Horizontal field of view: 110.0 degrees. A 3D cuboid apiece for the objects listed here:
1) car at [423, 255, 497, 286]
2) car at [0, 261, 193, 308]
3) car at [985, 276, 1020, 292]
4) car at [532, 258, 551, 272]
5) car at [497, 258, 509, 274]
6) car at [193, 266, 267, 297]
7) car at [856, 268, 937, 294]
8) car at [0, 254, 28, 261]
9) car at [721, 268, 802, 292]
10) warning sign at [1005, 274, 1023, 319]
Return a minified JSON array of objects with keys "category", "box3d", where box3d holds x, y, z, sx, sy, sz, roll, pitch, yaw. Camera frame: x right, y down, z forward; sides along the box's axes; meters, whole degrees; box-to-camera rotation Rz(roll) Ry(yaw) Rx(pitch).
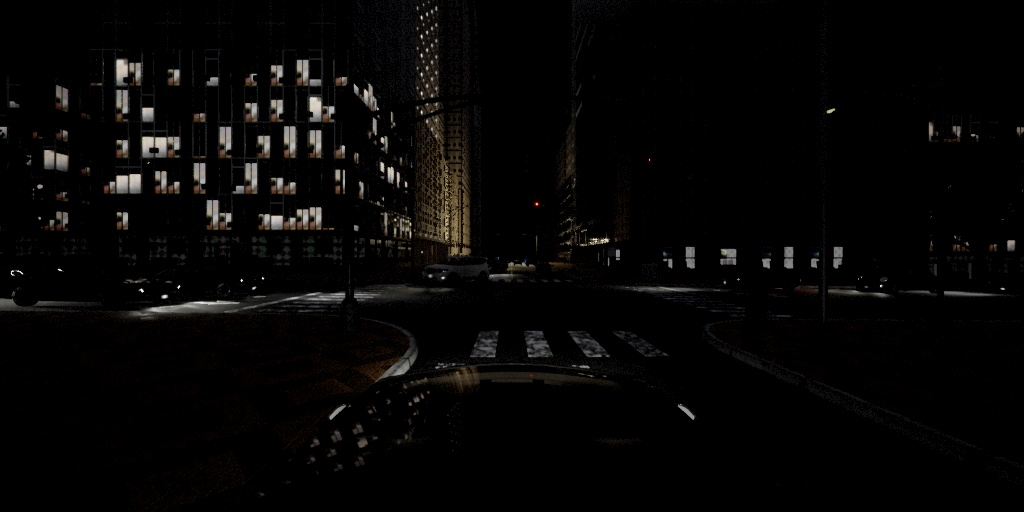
[{"category":"car","box3d":[-3.812,0.988,25.864,2.150,2.045,5.566,2,0,34]},{"category":"car","box3d":[-15.289,1.042,13.042,5.357,1.411,2.033,1,0,0]},{"category":"car","box3d":[36.763,2.035,25.339,4.718,1.301,1.895,1,0,-2]},{"category":"car","box3d":[3.959,1.329,45.558,1.948,1.339,4.313,0,0,0]},{"category":"car","box3d":[-1.491,1.270,41.861,1.837,1.490,4.892,0,0,0]},{"category":"car","box3d":[-14.010,1.118,16.322,4.718,1.301,1.895,1,0,-3]},{"category":"car","box3d":[26.748,1.606,24.889,4.553,1.767,2.097,1,0,-3]},{"category":"car","box3d":[-22.915,0.706,15.919,4.553,1.767,2.097,1,0,-3]},{"category":"car","box3d":[16.902,1.569,24.442,4.902,1.511,2.128,1,0,-3]},{"category":"warning sign","box3d":[17.282,1.204,11.746,1.060,1.860,1.300,0,0,-3]}]
